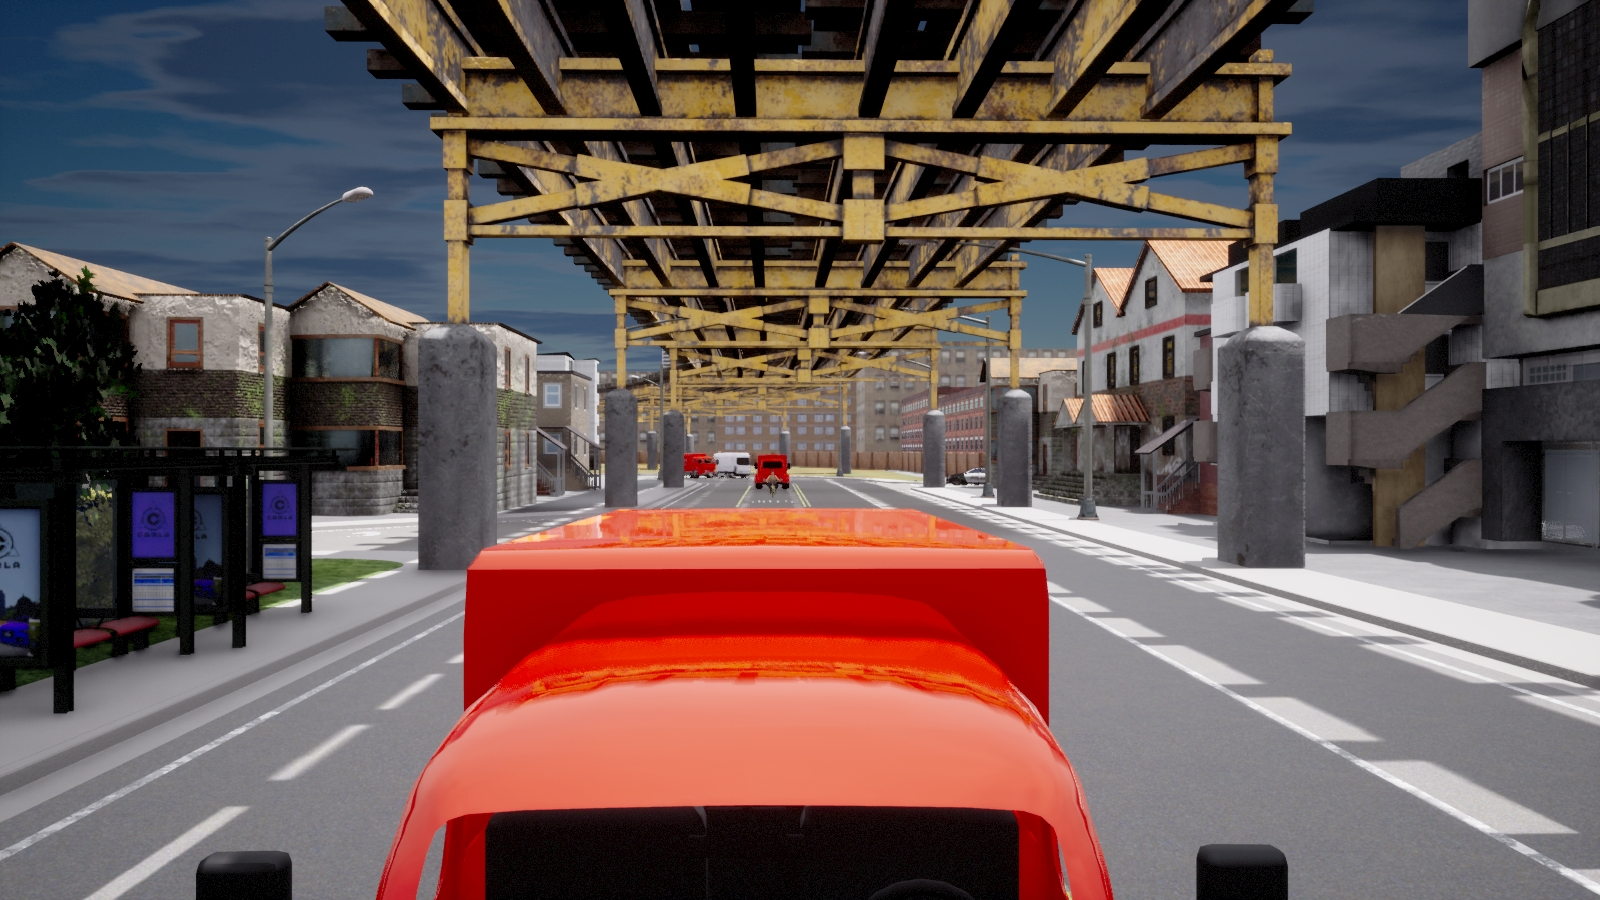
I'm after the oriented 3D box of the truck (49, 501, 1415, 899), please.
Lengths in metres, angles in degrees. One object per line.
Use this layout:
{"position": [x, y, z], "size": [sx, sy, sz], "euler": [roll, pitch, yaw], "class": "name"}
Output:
{"position": [-0.167, 1.568, 4.802], "size": [2.627, 2.467, 5.204], "euler": [0, 0, -1], "class": "truck"}
